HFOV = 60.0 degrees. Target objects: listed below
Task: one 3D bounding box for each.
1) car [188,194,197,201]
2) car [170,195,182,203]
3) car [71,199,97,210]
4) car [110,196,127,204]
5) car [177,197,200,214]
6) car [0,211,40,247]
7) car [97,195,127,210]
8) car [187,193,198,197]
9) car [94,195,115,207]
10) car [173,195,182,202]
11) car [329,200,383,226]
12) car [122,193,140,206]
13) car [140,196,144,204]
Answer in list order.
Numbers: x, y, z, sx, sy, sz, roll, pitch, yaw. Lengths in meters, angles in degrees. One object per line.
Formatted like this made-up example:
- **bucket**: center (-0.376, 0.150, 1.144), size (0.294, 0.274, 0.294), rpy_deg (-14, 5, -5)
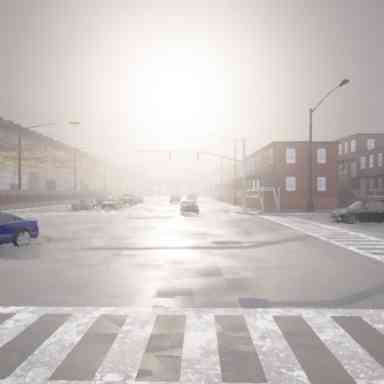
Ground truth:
- **car**: center (0.075, 1.303, 81.558), size (2.097, 1.767, 4.553), rpy_deg (0, 0, 0)
- **car**: center (-3.340, 1.350, 66.645), size (2.097, 1.767, 4.553), rpy_deg (0, 0, 0)
- **car**: center (-14.039, 1.599, 43.285), size (1.895, 1.301, 4.718), rpy_deg (0, 0, 0)
- **car**: center (-13.976, 1.490, 63.658), size (2.128, 1.511, 4.902), rpy_deg (0, 0, 0)
- **car**: center (-0.237, 1.546, 34.666), size (2.033, 1.411, 5.357), rpy_deg (0, 0, -3)
- **car**: center (-8.368, 1.477, 12.694), size (1.882, 1.535, 5.008), rpy_deg (-1, 0, 30)
- **car**: center (-10.534, 1.546, 44.189), size (2.033, 1.411, 5.357), rpy_deg (0, 0, 0)
- **car**: center (0.065, 1.210, 71.116), size (2.150, 2.045, 5.566), rpy_deg (0, 0, 0)
- **car**: center (-14.016, 1.350, 53.371), size (2.097, 1.767, 4.553), rpy_deg (0, 0, 0)
- **car**: center (-3.426, 1.475, 80.557), size (1.882, 1.535, 5.008), rpy_deg (0, 0, 0)
- **car**: center (11.991, 1.351, 23.168), size (4.553, 1.767, 2.097), rpy_deg (0, 0, -1)
- **car**: center (-10.514, 1.220, 54.670), size (2.150, 2.045, 5.566), rpy_deg (0, 0, 0)
- **car**: center (-10.475, 1.501, 64.924), size (1.837, 1.490, 4.892), rpy_deg (0, 0, 1)
